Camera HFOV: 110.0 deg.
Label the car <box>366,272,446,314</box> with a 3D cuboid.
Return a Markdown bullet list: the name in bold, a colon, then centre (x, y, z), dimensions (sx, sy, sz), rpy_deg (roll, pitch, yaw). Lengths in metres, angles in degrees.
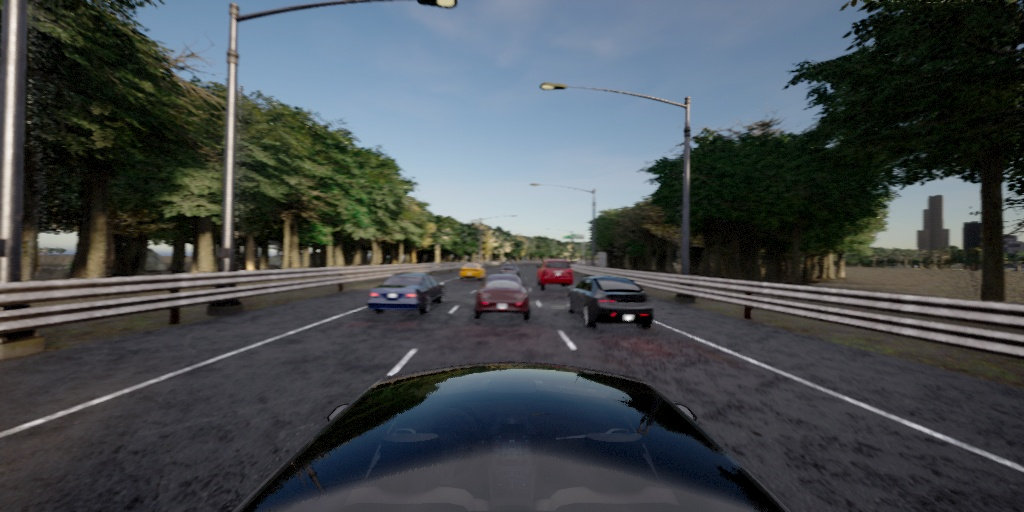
- **car**: centre (-3.871, 1.345, 13.993), dimensions (2.033, 1.411, 5.357), rpy_deg (1, -1, -1)

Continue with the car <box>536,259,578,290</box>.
- **car**: centre (2.978, 1.268, 25.507), dimensions (2.150, 2.045, 5.566), rpy_deg (1, -1, 1)

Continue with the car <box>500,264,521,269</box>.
- **car**: centre (-0.197, 1.564, 34.872), dimensions (2.128, 1.511, 4.902), rpy_deg (1, -1, 2)

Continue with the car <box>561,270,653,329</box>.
- **car**: centre (3.070, 1.420, 12.036), dimensions (1.837, 1.490, 4.892), rpy_deg (1, -1, -1)

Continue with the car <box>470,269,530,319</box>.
- **car**: centre (-0.341, 1.385, 13.263), dimensions (1.812, 1.442, 4.674), rpy_deg (1, -1, -1)

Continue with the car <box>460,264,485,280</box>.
- **car**: centre (-3.715, 1.475, 34.370), dimensions (1.882, 1.535, 5.008), rpy_deg (1, -1, 2)
